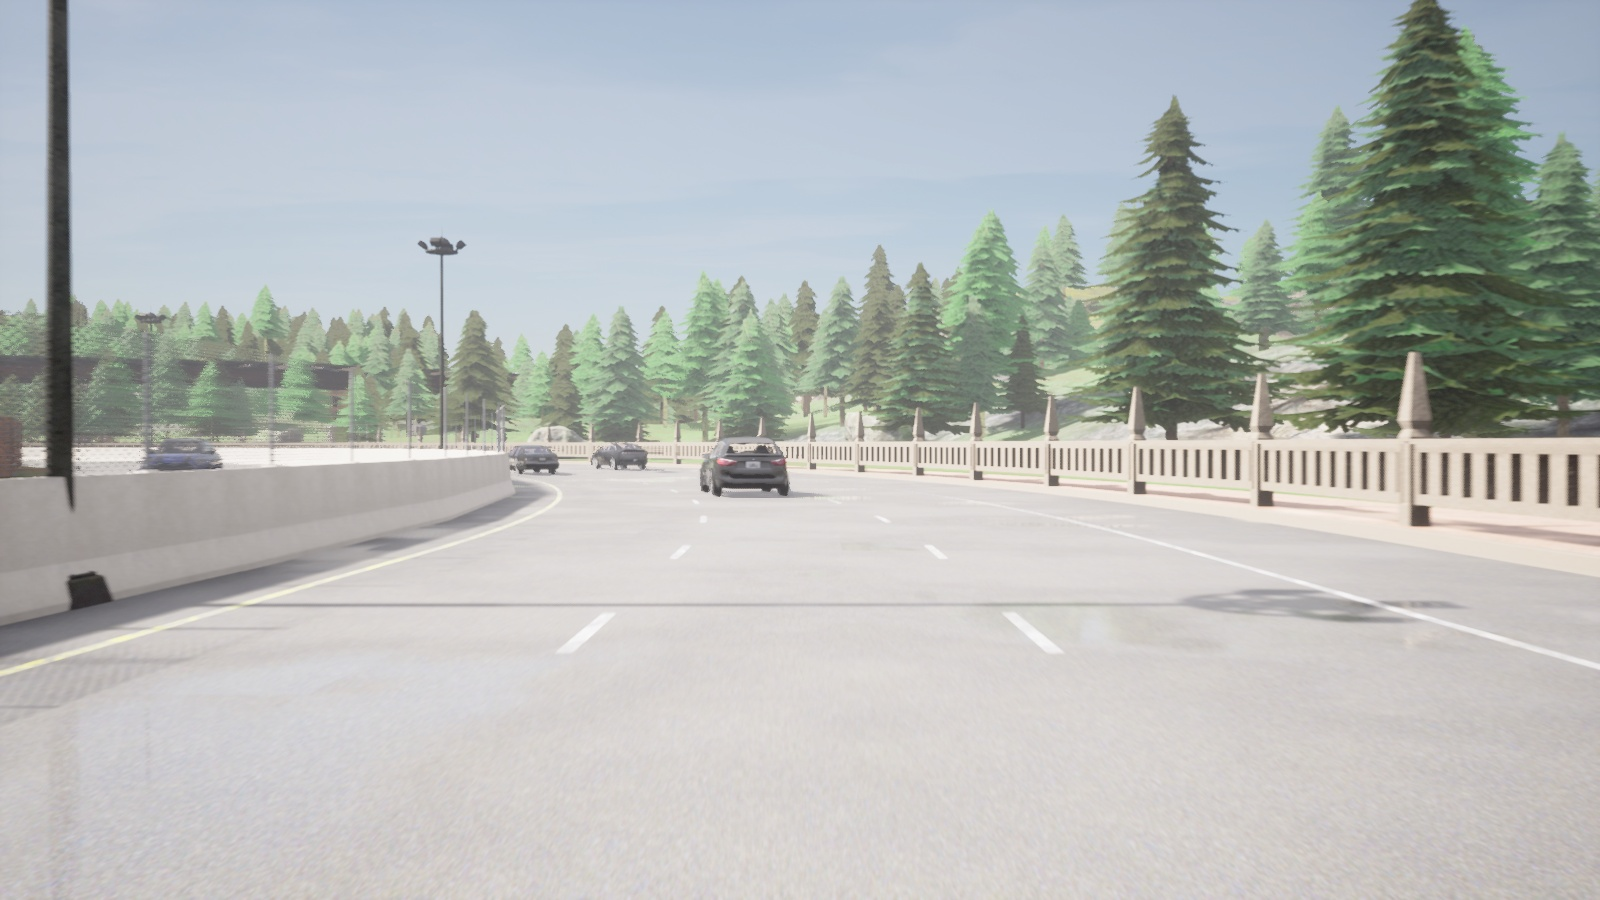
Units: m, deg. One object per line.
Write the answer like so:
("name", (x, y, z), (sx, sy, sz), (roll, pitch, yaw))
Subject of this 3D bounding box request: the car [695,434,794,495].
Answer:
("car", (-1.712, 0.385, 36.927), (2.242, 1.667, 4.611), (0, 0, -11))

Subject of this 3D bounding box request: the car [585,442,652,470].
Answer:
("car", (-10.213, 0.304, 70.541), (2.128, 1.511, 4.902), (0, 0, -29))

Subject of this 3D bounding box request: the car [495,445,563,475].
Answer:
("car", (-13.298, 0.443, 61.387), (2.033, 1.411, 5.357), (0, 0, -26))

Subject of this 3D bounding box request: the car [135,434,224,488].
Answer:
("car", (-21.360, 0.347, 43.422), (2.097, 1.767, 4.553), (0, 0, -18))
